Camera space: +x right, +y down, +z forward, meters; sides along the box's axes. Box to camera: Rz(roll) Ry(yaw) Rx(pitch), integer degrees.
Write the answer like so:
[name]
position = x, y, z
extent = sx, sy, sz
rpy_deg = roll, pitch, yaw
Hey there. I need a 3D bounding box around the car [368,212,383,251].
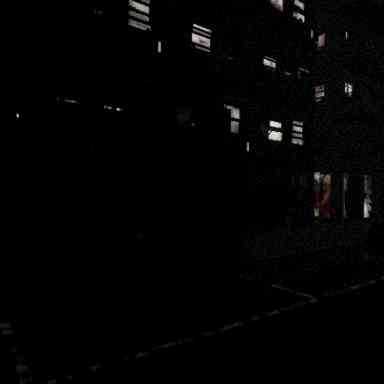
[car]
position = 8.863, 1.317, 12.859
extent = 5.009, 1.841, 2.192
rpy_deg = 0, 1, -35
